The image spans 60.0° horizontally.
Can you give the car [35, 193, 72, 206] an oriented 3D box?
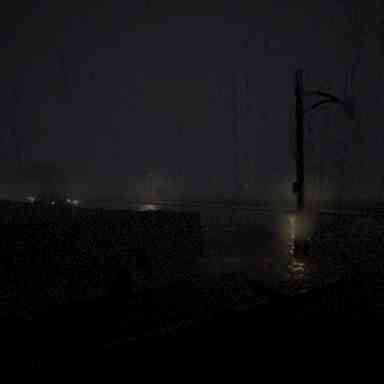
[{"bbox_3d":[-13.907,0.903,33.203,4.553,1.767,2.097,1,2,43],"label":"car"}]
